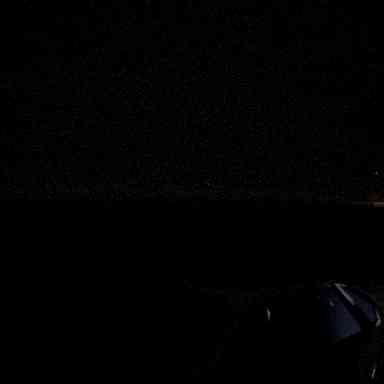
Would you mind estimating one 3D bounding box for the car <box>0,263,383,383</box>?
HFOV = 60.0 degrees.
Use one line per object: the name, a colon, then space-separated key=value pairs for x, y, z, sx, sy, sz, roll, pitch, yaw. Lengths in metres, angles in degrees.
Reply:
car: x=0.434 y=1.552 z=3.379 sx=5.357 sy=1.411 sz=2.033 roll=0 pitch=0 yaw=-36
